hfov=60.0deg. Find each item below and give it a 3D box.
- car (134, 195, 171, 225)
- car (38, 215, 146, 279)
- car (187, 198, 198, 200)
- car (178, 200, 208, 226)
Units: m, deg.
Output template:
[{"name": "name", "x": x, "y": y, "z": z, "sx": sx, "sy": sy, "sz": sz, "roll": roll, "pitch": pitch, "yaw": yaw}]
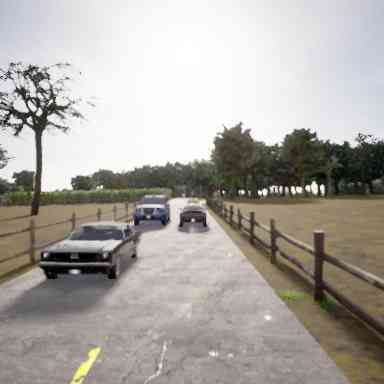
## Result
[{"name": "car", "x": -2.800, "y": 1.272, "z": 24.657, "sx": 2.150, "sy": 2.045, "sz": 5.566, "roll": 0, "pitch": 0, "yaw": 1}, {"name": "car", "x": -2.810, "y": 1.622, "z": 10.214, "sx": 1.895, "sy": 1.301, "sz": 4.718, "roll": 0, "pitch": 0, "yaw": 0}, {"name": "car", "x": 0.095, "y": 1.567, "z": 42.882, "sx": 1.882, "sy": 1.535, "sz": 5.008, "roll": 0, "pitch": 0, "yaw": 0}, {"name": "car", "x": 0.081, "y": 1.555, "z": 23.848, "sx": 1.837, "sy": 1.490, "sz": 4.892, "roll": 0, "pitch": 0, "yaw": 0}]
